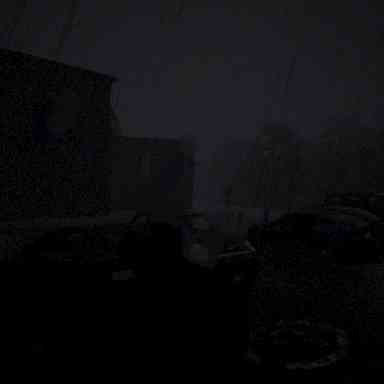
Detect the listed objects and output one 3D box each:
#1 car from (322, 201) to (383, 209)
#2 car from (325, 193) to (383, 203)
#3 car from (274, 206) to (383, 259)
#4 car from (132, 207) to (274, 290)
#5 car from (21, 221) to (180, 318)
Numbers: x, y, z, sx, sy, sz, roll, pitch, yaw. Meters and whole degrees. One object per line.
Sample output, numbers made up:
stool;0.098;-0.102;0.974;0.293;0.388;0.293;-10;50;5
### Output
car;6.536;1.375;14.117;2.231;1.521;4.892;-1;1;-35
car;8.822;1.070;15.705;2.435;2.045;5.566;-1;1;-35
car;4.261;1.446;12.522;2.163;1.488;4.792;-1;0;-36
car;-0.285;1.340;9.281;2.185;1.767;4.553;0;0;-36
car;-2.553;1.507;7.661;2.163;1.488;4.792;0;0;-36
